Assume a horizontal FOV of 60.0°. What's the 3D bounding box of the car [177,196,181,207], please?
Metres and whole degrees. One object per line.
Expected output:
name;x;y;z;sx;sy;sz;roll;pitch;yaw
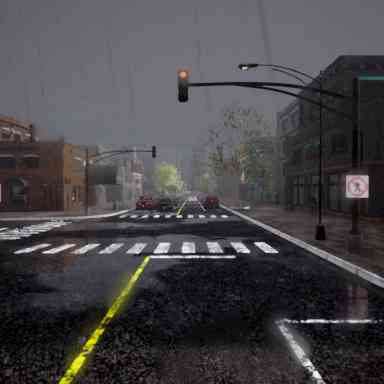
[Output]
car;-3.075;1.589;49.395;1.895;1.301;4.718;0;0;0

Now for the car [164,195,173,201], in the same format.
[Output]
car;-5.657;1.523;80.156;1.887;1.381;4.507;-1;0;0

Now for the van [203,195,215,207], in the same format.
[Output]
van;2.709;1.328;52.433;1.690;1.788;3.998;-1;0;0

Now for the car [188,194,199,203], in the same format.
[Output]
car;0.128;1.508;69.073;1.812;1.442;4.674;0;0;0

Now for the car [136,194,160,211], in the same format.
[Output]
car;-5.676;1.305;41.348;2.192;1.841;5.009;-1;0;0

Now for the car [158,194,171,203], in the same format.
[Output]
car;-5.664;1.297;69.068;2.192;1.841;5.009;-1;0;0

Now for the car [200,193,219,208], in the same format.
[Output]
car;2.707;1.303;46.889;2.192;1.841;5.009;-1;0;0

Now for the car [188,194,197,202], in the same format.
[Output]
car;0.035;1.334;79.211;2.097;1.767;4.553;0;0;0

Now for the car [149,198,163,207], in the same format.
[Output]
car;-5.669;1.569;52.437;1.802;1.307;4.206;-1;0;0

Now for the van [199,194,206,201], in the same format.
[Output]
van;2.724;1.317;85.697;1.690;1.788;3.998;-1;0;0

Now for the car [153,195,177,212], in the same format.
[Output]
car;-3.081;1.469;38.978;1.882;1.535;5.008;0;0;0

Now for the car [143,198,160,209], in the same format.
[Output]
car;-5.672;1.533;46.892;1.887;1.381;4.507;-1;0;0

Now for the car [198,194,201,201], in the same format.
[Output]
car;2.716;1.534;63.521;2.008;1.369;4.403;-1;0;0
